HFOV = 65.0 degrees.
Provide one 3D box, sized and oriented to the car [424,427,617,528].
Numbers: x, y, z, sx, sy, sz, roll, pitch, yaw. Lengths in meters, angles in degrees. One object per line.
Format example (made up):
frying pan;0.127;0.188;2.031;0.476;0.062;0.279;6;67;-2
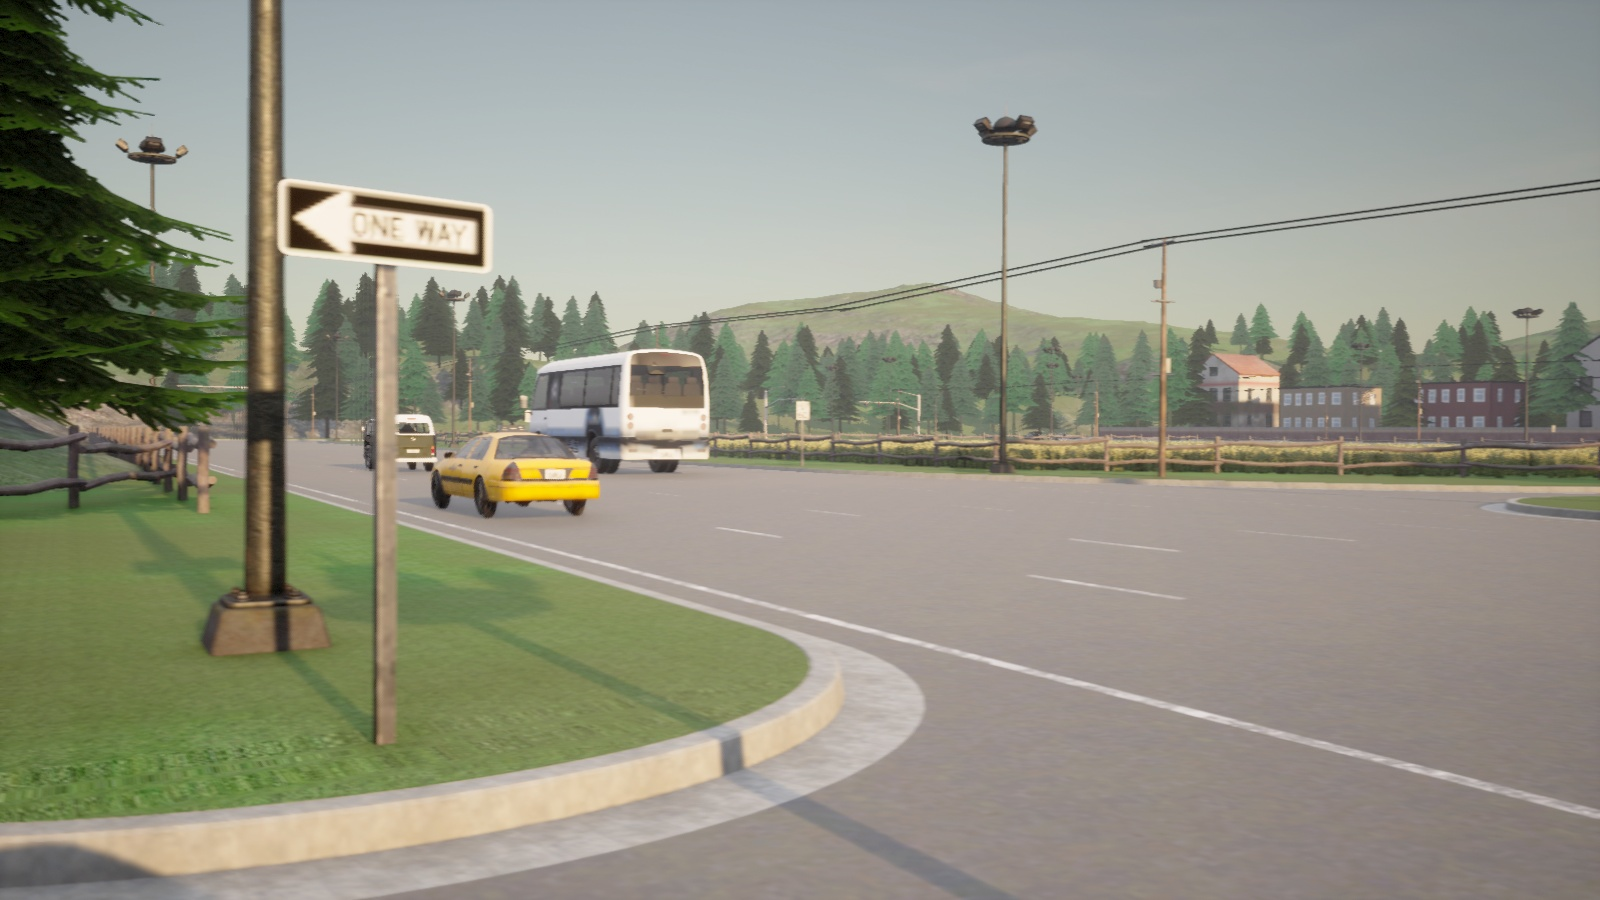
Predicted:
car;-5.156;0.411;22.536;1.801;1.575;5.366;-1;1;-30

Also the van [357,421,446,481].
van;-14.398;-0.015;45.207;2.069;2.038;4.480;-1;1;-30

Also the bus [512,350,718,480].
bus;-7.134;-1.218;46.620;3.944;4.253;10.273;-1;1;-30
